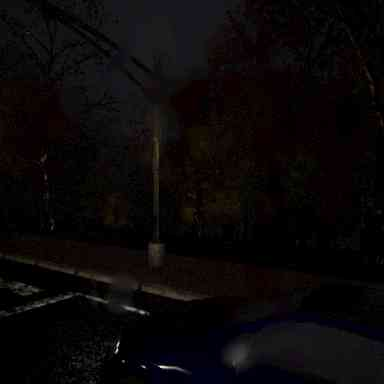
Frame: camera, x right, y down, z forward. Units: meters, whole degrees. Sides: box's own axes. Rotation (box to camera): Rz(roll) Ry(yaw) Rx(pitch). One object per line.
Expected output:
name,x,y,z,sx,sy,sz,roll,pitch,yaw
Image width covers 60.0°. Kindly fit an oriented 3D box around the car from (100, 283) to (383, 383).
car,1.127,1.564,2.879,4.181,1.385,1.994,0,0,35
